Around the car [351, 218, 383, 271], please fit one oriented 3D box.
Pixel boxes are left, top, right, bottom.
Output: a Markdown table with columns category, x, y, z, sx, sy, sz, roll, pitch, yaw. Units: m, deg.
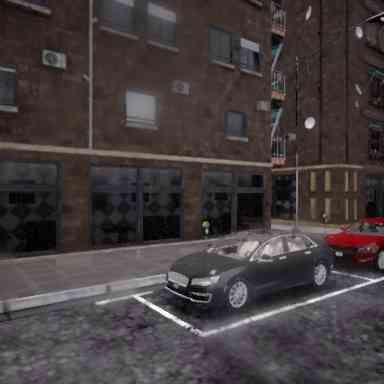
| category | x | y | z | sx | sy | sz | roll | pitch | yaw |
| --- | --- | --- | --- | --- | --- | --- | --- | --- | --- |
| car | 6.066 | 1.541 | 10.885 | 4.507 | 1.381 | 1.887 | 0 | 0 | -36 |

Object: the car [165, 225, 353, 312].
| category | x | y | z | sx | sy | sz | roll | pitch | yaw |
| --- | --- | --- | --- | --- | --- | --- | --- | --- | --- |
| car | 1.478 | 1.549 | 7.612 | 4.403 | 1.369 | 2.008 | 0 | 0 | -36 |
